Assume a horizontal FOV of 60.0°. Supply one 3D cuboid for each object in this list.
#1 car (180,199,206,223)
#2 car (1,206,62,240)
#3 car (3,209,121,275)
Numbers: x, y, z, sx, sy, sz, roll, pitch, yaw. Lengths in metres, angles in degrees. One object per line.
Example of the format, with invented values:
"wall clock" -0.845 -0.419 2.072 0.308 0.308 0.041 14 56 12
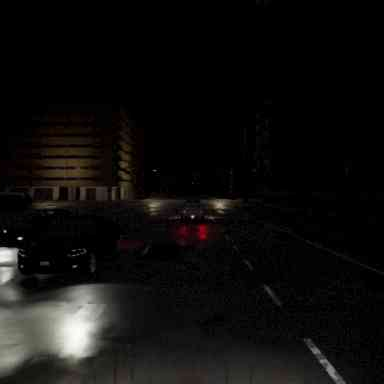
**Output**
"car" 0.059 1.508 25.488 1.812 1.442 4.674 0 0 0
"car" -7.087 1.536 16.379 2.033 1.411 5.357 0 0 0
"car" -3.594 1.470 10.596 1.882 1.535 5.008 0 0 0
